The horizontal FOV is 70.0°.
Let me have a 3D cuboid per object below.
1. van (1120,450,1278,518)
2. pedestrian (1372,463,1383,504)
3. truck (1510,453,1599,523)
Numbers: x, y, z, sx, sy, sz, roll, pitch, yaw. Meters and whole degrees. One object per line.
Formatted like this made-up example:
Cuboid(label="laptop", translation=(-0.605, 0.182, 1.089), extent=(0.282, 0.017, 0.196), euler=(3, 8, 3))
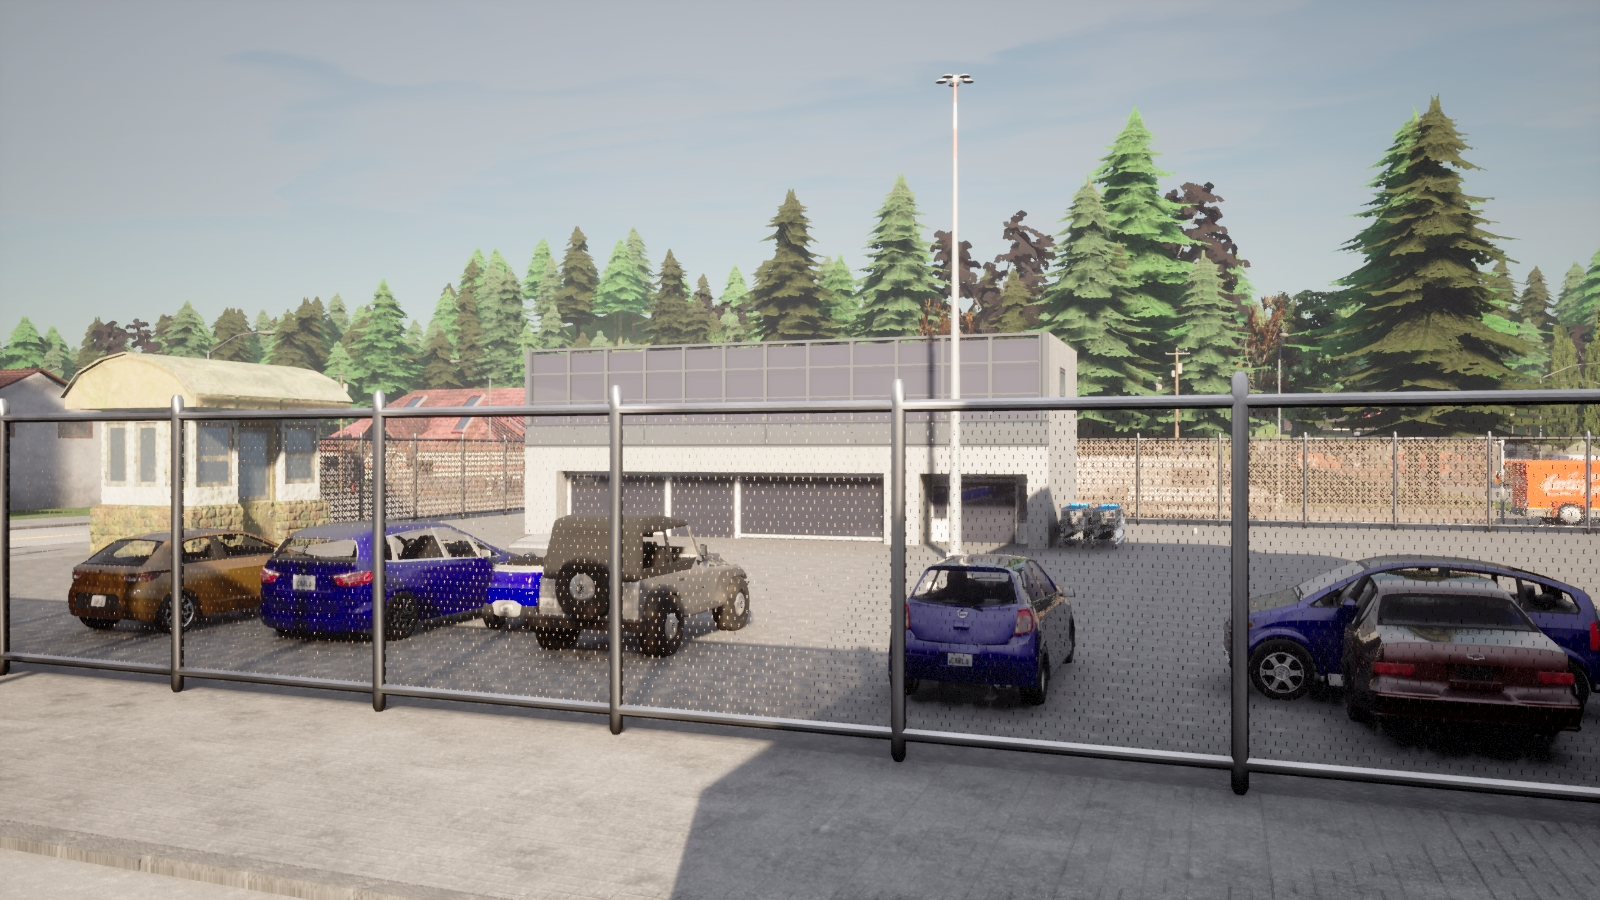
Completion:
Cuboid(label="van", translation=(16.088, 1.312, 46.210), extent=(5.915, 2.561, 1.988), euler=(1, 0, 20))
Cuboid(label="pedestrian", translation=(26.263, 1.527, 51.919), extent=(0.375, 1.860, 0.375), euler=(0, 0, 15))
Cuboid(label="truck", translation=(29.091, 1.356, 41.457), extent=(5.204, 2.467, 2.627), euler=(-1, -1, 20))
